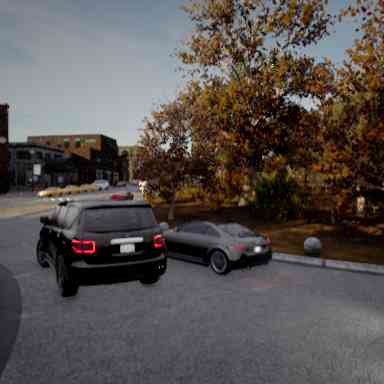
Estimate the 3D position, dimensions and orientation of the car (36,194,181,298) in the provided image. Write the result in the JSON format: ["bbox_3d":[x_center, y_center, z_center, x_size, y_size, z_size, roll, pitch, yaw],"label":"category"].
[{"bbox_3d":[-2.636,1.198,8.857,2.150,2.045,5.566,0,0,-31],"label":"car"}]

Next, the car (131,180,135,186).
[{"bbox_3d":[-15.248,-2.470,90.409,2.231,1.521,4.892,0,4,10],"label":"car"}]

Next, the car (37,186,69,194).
[{"bbox_3d":[-22.026,-0.042,52.089,1.946,1.575,5.366,0,4,10],"label":"car"}]

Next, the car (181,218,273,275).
[{"bbox_3d":[0.423,1.537,10.561,1.994,1.385,4.181,0,0,-44],"label":"car"}]

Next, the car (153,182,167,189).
[{"bbox_3d":[-6.799,-1.391,70.848,1.994,1.385,4.181,0,4,10],"label":"car"}]

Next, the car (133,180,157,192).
[{"bbox_3d":[-8.595,-0.793,60.933,2.097,1.767,4.553,0,4,10],"label":"car"}]

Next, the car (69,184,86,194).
[{"bbox_3d":[-21.058,-0.389,57.515,1.946,1.575,5.366,0,4,10],"label":"car"}]

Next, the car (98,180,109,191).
[{"bbox_3d":[-19.090,-1.343,68.638,2.435,2.045,5.566,0,4,10],"label":"car"}]

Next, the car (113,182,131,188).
[{"bbox_3d":[-17.176,-1.751,79.514,2.163,1.488,4.792,0,4,10],"label":"car"}]

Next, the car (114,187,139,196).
[{"bbox_3d":[-8.345,0.592,40.691,1.882,1.535,5.008,0,4,5],"label":"car"}]

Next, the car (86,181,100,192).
[{"bbox_3d":[-20.099,-0.733,62.945,1.946,1.575,5.366,0,4,10],"label":"car"}]
